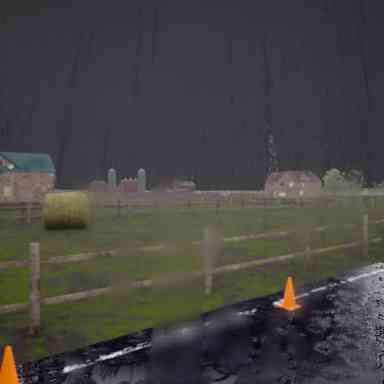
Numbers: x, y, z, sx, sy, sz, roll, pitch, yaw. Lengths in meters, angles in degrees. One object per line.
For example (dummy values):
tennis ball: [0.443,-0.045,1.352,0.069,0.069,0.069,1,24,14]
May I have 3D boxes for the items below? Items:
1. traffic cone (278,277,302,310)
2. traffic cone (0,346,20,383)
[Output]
traffic cone: [1.961,2.000,6.679,0.340,0.580,0.340,0,-1,-37]
traffic cone: [-2.006,1.991,3.643,0.340,0.580,0.340,0,-1,-37]
